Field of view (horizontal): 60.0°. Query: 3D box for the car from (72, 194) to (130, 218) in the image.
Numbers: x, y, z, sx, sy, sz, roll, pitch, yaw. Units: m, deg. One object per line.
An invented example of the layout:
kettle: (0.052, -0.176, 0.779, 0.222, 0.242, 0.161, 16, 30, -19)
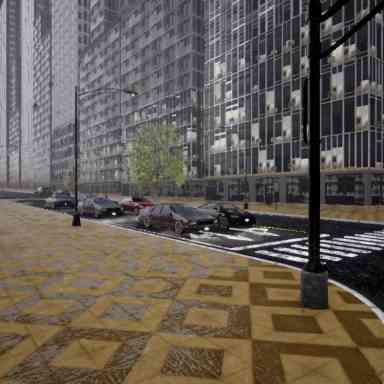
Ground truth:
car: (-7.157, 1.107, 25.636, 2.033, 1.411, 5.357, 0, 1, -38)

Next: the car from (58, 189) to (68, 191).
car: (-25.318, 0.272, 65.062, 1.837, 1.490, 4.892, 0, 1, -38)

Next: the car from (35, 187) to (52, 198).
car: (-28.444, -0.025, 63.785, 2.150, 2.045, 5.566, 0, 1, -38)

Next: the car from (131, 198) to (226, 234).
car: (-0.940, 1.292, 17.708, 2.033, 1.411, 5.357, 0, 1, -38)

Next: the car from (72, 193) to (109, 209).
car: (-10.995, 0.913, 35.825, 2.033, 1.411, 5.357, 0, 1, -38)

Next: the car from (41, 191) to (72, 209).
car: (-13.366, 0.939, 33.584, 1.994, 1.385, 4.181, 0, 1, -38)

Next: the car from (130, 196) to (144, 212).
car: (-4.579, 1.083, 27.614, 1.812, 1.442, 4.674, 0, 1, -38)

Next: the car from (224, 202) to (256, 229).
car: (1.751, 1.309, 19.545, 1.994, 1.385, 4.181, 0, 1, -38)
